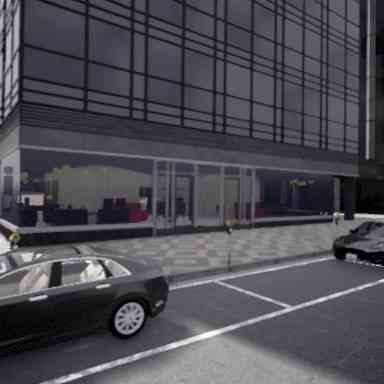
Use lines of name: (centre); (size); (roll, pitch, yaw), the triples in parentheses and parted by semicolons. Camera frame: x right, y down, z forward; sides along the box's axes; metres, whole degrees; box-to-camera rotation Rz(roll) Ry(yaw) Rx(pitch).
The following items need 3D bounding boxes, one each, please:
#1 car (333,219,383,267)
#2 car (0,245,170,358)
car: (6.725, 1.646, 11.558); (4.313, 1.339, 1.947); (0, 0, -36)
car: (-2.430, 1.556, 5.023); (4.403, 1.369, 2.008); (0, 0, -36)
